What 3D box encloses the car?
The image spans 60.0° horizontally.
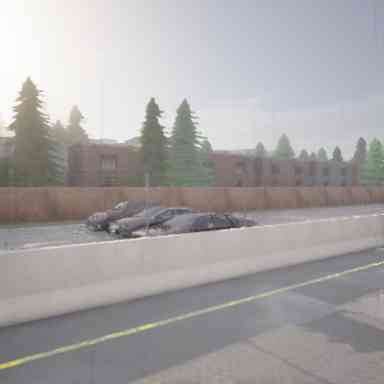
[{"bbox_3d":[0.262,1.480,12.773,5.357,1.411,2.033,-1,0,-35],"label":"car"}]
